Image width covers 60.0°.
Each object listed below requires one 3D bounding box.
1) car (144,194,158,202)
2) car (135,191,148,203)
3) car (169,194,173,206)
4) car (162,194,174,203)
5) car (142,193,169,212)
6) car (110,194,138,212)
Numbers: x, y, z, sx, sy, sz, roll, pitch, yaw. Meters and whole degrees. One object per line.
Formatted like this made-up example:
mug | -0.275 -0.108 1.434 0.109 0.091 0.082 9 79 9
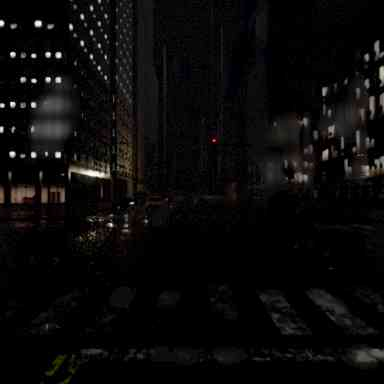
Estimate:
car | -7.540 1.120 61.856 2.033 1.411 5.357 0 1 0
car | -7.361 0.891 48.412 2.150 2.045 5.566 0 1 -2
car | -4.049 1.052 44.828 2.097 1.767 4.553 0 0 -1
car | -4.263 1.122 58.982 1.812 1.442 4.674 0 0 -1
car | -3.893 1.238 35.867 1.882 1.535 5.008 0 0 -1
car | -7.130 1.272 34.620 1.837 1.490 4.892 0 0 -1
